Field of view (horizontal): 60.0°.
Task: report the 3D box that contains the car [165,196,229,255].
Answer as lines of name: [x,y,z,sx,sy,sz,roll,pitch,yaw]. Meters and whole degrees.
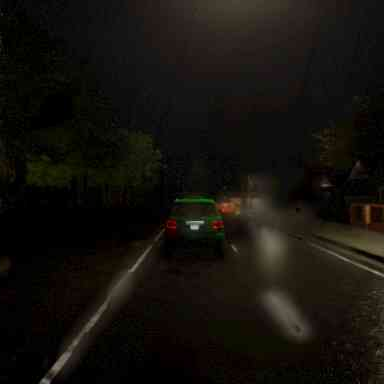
car: [0.094,1.293,13.846,2.150,2.045,5.566,0,0,0]

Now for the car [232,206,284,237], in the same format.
car: [3.601,1.697,18.608,1.895,1.301,4.718,0,0,0]

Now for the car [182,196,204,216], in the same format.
car: [0.105,1.450,36.416,2.150,2.045,5.566,0,-1,0]

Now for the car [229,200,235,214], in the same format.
car: [3.603,1.590,37.099,2.097,1.767,4.553,0,-1,0]
